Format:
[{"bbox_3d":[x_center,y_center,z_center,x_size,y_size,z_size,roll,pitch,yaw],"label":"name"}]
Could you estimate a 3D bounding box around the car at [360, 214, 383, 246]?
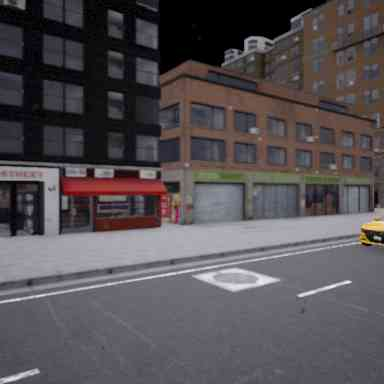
[{"bbox_3d":[9.134,1.503,14.196,5.008,1.535,1.882,0,0,-36],"label":"car"}]
